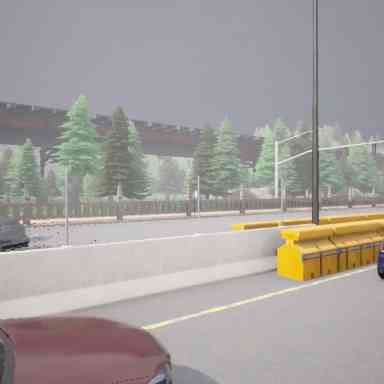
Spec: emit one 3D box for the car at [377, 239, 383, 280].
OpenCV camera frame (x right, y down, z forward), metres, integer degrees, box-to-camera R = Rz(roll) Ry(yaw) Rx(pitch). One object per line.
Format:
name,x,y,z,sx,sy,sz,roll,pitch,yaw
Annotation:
car,6.824,1.352,8.637,4.553,1.767,2.097,0,0,-36

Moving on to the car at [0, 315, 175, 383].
car,-2.279,1.526,2.119,4.674,1.442,1.812,0,0,-36
